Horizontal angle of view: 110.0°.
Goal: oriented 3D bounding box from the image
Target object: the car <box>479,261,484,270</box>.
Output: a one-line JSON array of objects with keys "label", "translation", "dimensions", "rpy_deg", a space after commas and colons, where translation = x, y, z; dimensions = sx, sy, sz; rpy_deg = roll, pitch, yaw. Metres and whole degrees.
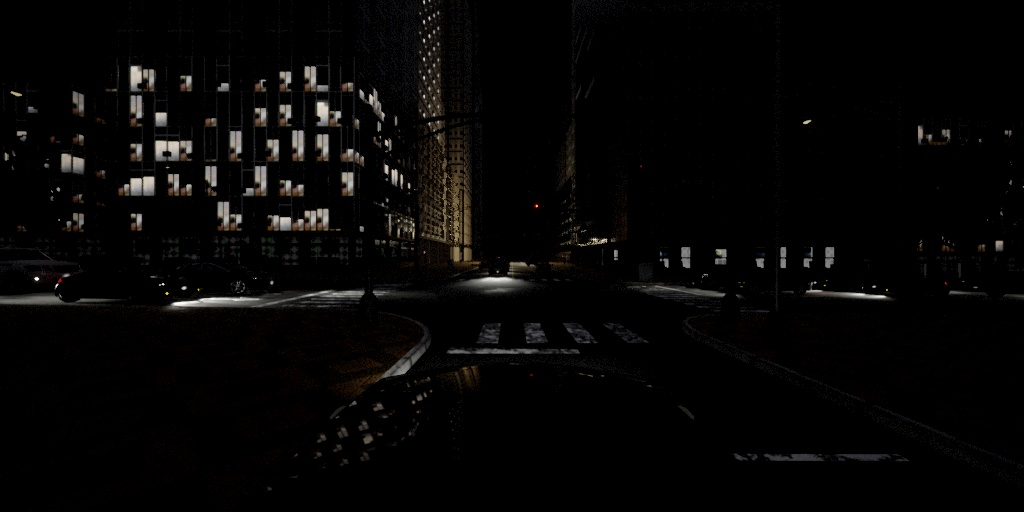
[{"label": "car", "translation": [-3.869, 1.342, 52.199], "dimensions": [1.802, 1.307, 4.207], "rpy_deg": [0, 0, 0]}]

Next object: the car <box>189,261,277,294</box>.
[{"label": "car", "translation": [-14.241, 1.004, 17.486], "dimensions": [4.902, 1.511, 2.128], "rpy_deg": [1, 0, -3]}]

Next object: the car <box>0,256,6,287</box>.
[{"label": "car", "translation": [-23.687, 0.832, 13.820], "dimensions": [4.902, 1.511, 2.128], "rpy_deg": [1, 0, -3]}]

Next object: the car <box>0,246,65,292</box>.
[{"label": "car", "translation": [-24.081, 0.553, 17.051], "dimensions": [5.566, 2.045, 2.150], "rpy_deg": [1, 0, -2]}]

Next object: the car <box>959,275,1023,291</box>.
[{"label": "car", "translation": [36.116, 2.022, 26.355], "dimensions": [4.718, 1.301, 1.895], "rpy_deg": [1, 0, -2]}]

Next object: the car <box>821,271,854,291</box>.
[{"label": "car", "translation": [23.694, 1.762, 25.841], "dimensions": [4.181, 1.385, 1.994], "rpy_deg": [1, 0, -5]}]

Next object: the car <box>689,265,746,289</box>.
[{"label": "car", "translation": [15.071, 1.395, 25.452], "dimensions": [4.553, 1.767, 2.097], "rpy_deg": [1, 0, -3]}]

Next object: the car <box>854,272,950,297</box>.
[{"label": "car", "translation": [24.730, 1.782, 22.619], "dimensions": [4.181, 1.385, 1.994], "rpy_deg": [1, 0, -3]}]

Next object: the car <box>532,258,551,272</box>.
[{"label": "car", "translation": [4.067, 1.328, 46.681], "dimensions": [1.948, 1.339, 4.313], "rpy_deg": [0, 0, 0]}]

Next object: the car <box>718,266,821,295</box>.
[{"label": "car", "translation": [15.862, 1.564, 22.244], "dimensions": [4.892, 1.490, 1.837], "rpy_deg": [1, 0, -4]}]

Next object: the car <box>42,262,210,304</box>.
[{"label": "car", "translation": [-15.040, 1.063, 14.191], "dimensions": [4.181, 1.385, 1.994], "rpy_deg": [1, 0, -2]}]

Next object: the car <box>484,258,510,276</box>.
[{"label": "car", "translation": [-1.383, 1.258, 37.118], "dimensions": [2.128, 1.511, 4.902], "rpy_deg": [0, 0, 0]}]

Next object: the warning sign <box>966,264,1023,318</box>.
[{"label": "warning sign", "translation": [17.309, 1.204, 12.837], "dimensions": [1.060, 1.860, 1.300], "rpy_deg": [0, 0, -2]}]
